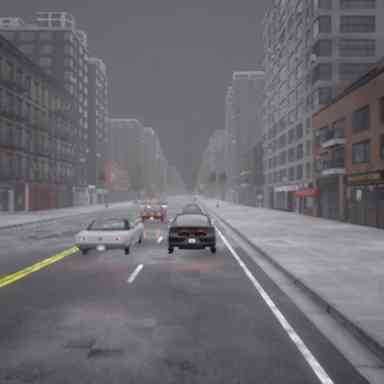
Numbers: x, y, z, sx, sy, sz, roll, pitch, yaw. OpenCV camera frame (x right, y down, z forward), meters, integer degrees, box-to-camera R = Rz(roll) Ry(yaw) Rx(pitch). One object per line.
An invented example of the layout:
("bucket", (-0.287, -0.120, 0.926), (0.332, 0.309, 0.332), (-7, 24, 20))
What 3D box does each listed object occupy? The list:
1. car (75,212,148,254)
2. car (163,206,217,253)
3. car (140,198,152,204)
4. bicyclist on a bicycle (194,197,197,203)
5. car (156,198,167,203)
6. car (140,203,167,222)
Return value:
("car", (-3.245, 1.731, 14.097), (1.895, 1.301, 4.718), (0, 0, 0))
("car", (0.010, 1.611, 14.458), (1.882, 1.535, 5.008), (0, 0, 0))
("car", (-9.730, 1.982, 71.005), (2.097, 1.767, 4.553), (0, 0, 0))
("bicyclist on a bicycle", (0.921, 2.220, 89.461), (0.582, 1.620, 1.656), (0, -1, 0))
("car", (-6.480, 1.982, 71.004), (2.097, 1.767, 4.553), (0, 0, 0))
("car", (-3.240, 1.867, 29.099), (1.895, 1.301, 4.718), (0, 0, 0))
